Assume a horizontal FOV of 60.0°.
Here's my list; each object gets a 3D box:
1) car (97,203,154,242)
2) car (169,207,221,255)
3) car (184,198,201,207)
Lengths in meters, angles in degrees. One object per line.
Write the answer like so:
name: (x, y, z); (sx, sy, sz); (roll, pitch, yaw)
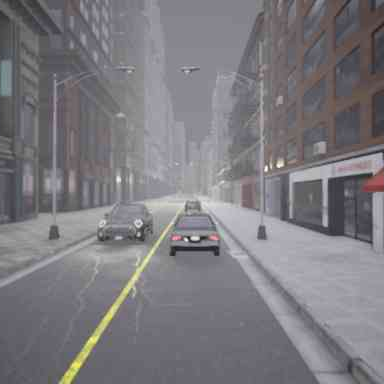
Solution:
car: (-3.097, 1.355, 16.305); (2.097, 1.767, 4.553); (0, 0, 0)
car: (0.102, 1.549, 13.291); (2.033, 1.411, 5.357); (0, 0, 0)
car: (0.103, 1.510, 39.721); (2.128, 1.511, 4.902); (0, 0, 0)
